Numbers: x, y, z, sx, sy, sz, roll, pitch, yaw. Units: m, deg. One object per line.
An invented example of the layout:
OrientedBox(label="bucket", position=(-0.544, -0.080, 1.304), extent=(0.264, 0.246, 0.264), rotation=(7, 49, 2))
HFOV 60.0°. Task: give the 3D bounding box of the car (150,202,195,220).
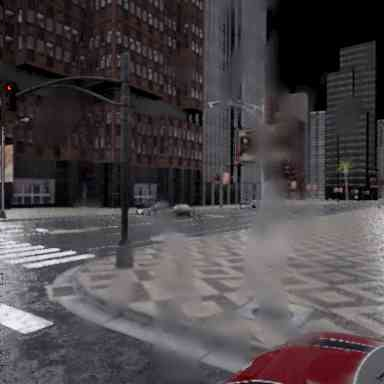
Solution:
OrientedBox(label="car", position=(-1.513, 1.793, 31.658), extent=(1.812, 1.442, 4.674), rotation=(1, 0, 35))

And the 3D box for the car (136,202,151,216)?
OrientedBox(label="car", position=(-3.673, 1.747, 34.238), extent=(2.128, 1.511, 4.902), rotation=(1, -1, 35))

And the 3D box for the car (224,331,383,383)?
OrientedBox(label="car", position=(1.915, 1.445, 1.603), extent=(4.097, 1.590, 1.967), rotation=(0, 0, 35))

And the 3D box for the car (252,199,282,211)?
OrientedBox(label="car", position=(11.366, 2.076, 49.932), extent=(1.882, 1.535, 5.008), rotation=(1, -1, 35))

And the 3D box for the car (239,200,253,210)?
OrientedBox(label="car", position=(9.181, 2.078, 52.469), extent=(2.128, 1.511, 4.902), rotation=(1, -1, 35))
